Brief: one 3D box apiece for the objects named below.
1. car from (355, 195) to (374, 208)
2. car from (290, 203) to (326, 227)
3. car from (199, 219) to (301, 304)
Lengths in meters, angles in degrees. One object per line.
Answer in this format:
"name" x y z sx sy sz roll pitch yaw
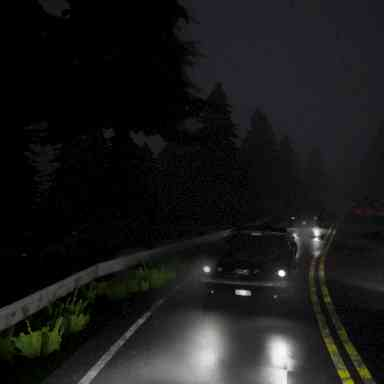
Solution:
"car" 20.869 1.058 40.147 2.128 1.511 4.902 -2 0 28
"car" 7.802 1.440 22.073 2.033 1.411 5.357 -2 0 26
"car" 1.657 1.599 8.436 1.895 1.301 4.718 -1 0 18
